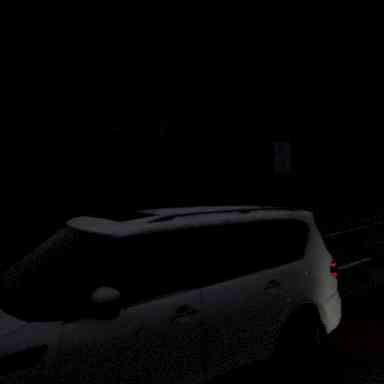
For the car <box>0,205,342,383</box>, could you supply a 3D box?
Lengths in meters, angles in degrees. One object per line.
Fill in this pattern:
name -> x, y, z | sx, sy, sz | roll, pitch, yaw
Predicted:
car -> -0.594, 1.217, 3.671 | 5.566, 2.045, 2.150 | 0, 0, -37
